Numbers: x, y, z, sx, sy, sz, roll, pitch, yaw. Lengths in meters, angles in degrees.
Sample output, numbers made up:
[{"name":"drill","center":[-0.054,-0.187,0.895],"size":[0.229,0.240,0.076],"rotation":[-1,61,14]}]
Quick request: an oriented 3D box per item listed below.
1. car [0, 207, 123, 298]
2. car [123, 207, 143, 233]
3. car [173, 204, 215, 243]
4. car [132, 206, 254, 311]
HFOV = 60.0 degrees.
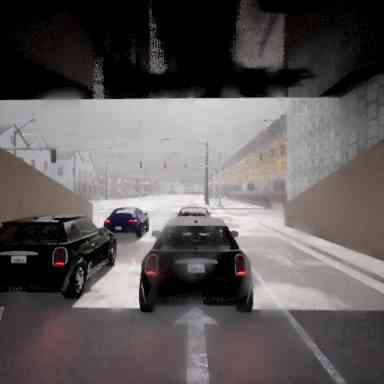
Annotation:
[{"name":"car","center":[-3.415,1.350,8.678],"size":[2.097,1.767,4.553],"rotation":[0,0,0]},{"name":"car","center":[-3.411,1.522,17.729],"size":[1.812,1.442,4.674],"rotation":[0,0,0]},{"name":"car","center":[0.089,1.474,17.183],"size":[1.882,1.535,5.008],"rotation":[0,0,0]},{"name":"car","center":[0.080,1.350,7.915],"size":[2.097,1.767,4.553],"rotation":[0,0,0]}]
